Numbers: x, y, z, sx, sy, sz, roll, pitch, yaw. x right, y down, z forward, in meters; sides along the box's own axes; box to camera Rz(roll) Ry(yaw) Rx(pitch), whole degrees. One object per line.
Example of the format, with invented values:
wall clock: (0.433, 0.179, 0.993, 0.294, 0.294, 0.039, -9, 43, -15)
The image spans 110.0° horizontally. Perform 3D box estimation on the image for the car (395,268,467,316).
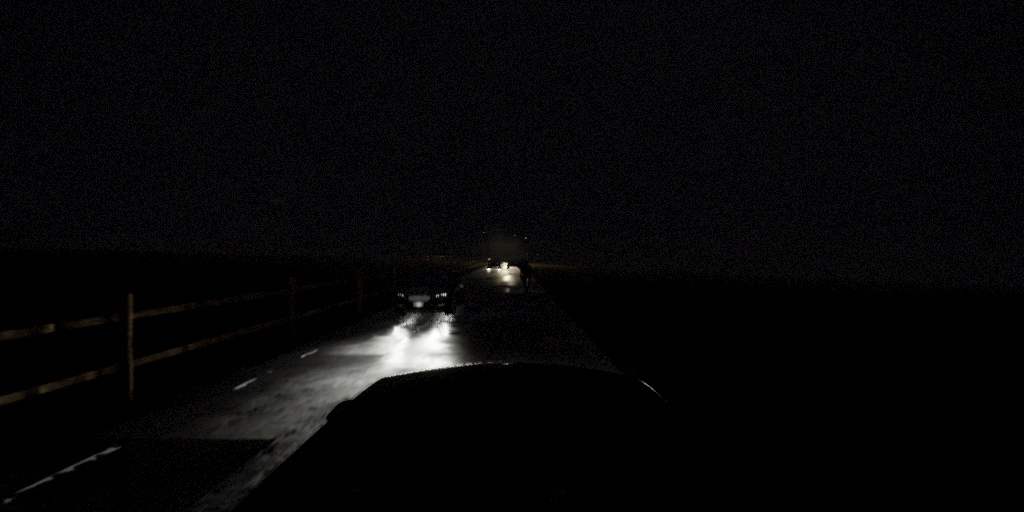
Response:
car: (-2.842, 1.212, 13.385, 2.128, 1.511, 4.902, 0, 0, 0)

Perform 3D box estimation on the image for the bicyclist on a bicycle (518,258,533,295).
bicyclist on a bicycle: (0.772, 1.076, 18.490, 0.659, 1.776, 1.843, 0, 0, 0)

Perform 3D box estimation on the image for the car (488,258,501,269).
car: (-2.661, 1.103, 55.230, 1.882, 1.535, 5.008, 0, 0, 1)

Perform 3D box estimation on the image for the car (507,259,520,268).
car: (0.234, 1.150, 55.912, 1.812, 1.442, 4.674, 0, 0, 0)

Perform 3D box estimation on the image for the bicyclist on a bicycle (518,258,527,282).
bicyclist on a bicycle: (0.789, 1.052, 27.488, 0.659, 1.776, 1.843, 0, 0, 0)
